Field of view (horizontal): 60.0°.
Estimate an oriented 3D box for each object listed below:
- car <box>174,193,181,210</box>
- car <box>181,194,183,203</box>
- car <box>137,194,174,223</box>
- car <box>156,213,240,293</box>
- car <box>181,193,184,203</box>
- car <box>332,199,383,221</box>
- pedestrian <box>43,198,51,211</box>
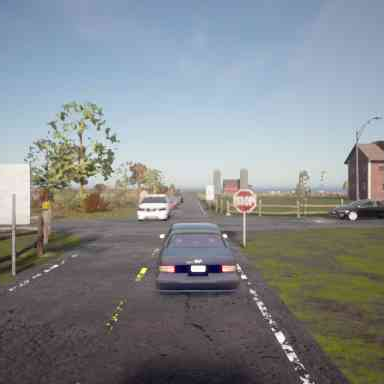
[{"bbox_3d":[-2.880,1.347,42.557,2.097,1.767,4.553,0,0,0],"label":"car"},{"bbox_3d":[-2.865,1.522,54.706,1.812,1.442,4.674,0,0,0],"label":"car"},{"bbox_3d":[-2.893,1.206,26.314,2.150,2.045,5.566,-1,1,0],"label":"car"},{"bbox_3d":[0.067,1.546,9.001,2.033,1.411,5.357,0,0,-1],"label":"car"},{"bbox_3d":[-2.810,1.213,69.159,2.150,2.045,5.566,0,0,0],"label":"car"},{"bbox_3d":[12.941,1.285,24.592,4.892,1.490,1.837,-1,0,0],"label":"car"},{"bbox_3d":[-12.183,1.412,27.790,0.375,1.860,0.375,0,1,0],"label":"pedestrian"}]
